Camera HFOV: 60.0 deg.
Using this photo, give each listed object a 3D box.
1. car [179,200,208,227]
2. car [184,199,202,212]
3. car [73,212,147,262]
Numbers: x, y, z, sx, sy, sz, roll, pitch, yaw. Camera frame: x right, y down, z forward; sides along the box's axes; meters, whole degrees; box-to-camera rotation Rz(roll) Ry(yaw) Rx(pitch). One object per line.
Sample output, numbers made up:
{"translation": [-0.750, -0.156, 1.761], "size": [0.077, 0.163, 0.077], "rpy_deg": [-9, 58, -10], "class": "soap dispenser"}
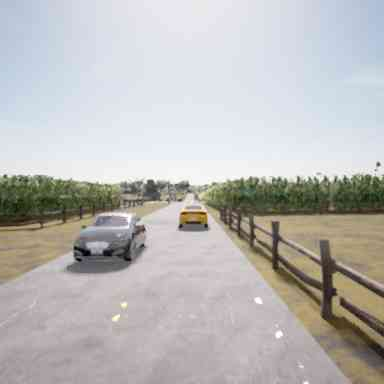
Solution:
{"translation": [0.099, 1.556, 23.548], "size": [1.882, 1.535, 5.008], "rpy_deg": [0, 0, 0], "class": "car"}
{"translation": [0.108, 1.701, 42.561], "size": [2.128, 1.511, 4.902], "rpy_deg": [0, -1, 0], "class": "car"}
{"translation": [-2.837, 1.521, 12.378], "size": [2.128, 1.511, 4.902], "rpy_deg": [0, 0, 0], "class": "car"}
